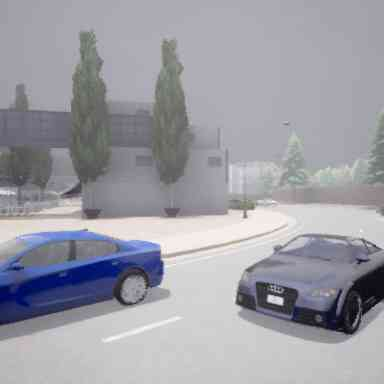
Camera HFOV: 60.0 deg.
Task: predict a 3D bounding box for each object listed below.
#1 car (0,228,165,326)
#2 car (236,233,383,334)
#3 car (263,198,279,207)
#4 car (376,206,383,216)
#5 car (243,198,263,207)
[{"bbox_3d":[-2.864,1.526,6.455,5.008,1.535,1.882,0,0,-40],"label":"car"},{"bbox_3d":[2.750,1.586,6.899,1.994,1.385,4.181,0,0,44],"label":"car"},{"bbox_3d":[12.785,1.733,55.714,1.812,1.442,4.674,0,-1,-12],"label":"car"},{"bbox_3d":[18.693,1.600,30.210,2.033,1.411,5.357,0,0,9],"label":"car"},{"bbox_3d":[9.396,1.727,54.810,1.837,1.490,4.892,0,-1,-12],"label":"car"}]
